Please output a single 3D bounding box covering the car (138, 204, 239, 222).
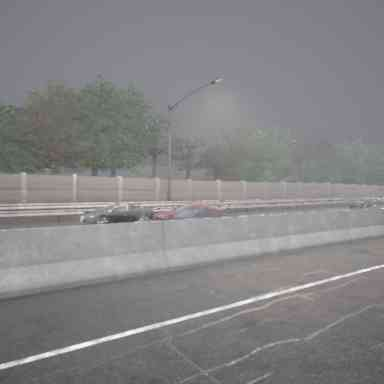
[{"bbox_3d":[0.233,1.550,17.039,5.357,1.411,2.033,0,0,-35],"label":"car"}]

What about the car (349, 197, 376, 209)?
[{"bbox_3d":[23.320,1.529,45.256,4.892,1.490,1.837,0,0,-38],"label":"car"}]

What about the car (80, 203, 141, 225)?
[{"bbox_3d":[-4.836,1.493,22.022,4.902,1.511,2.128,0,0,-35],"label":"car"}]
